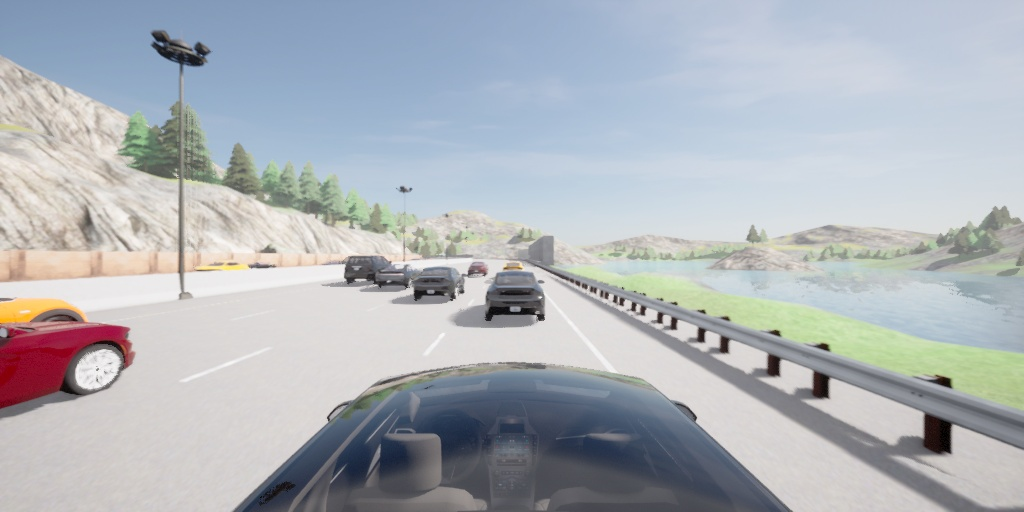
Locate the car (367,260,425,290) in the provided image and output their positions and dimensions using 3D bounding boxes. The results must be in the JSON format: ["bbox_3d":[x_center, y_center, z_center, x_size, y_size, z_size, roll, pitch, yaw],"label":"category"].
[{"bbox_3d":[-6.907,1.242,22.566,2.128,1.511,4.902,0,0,0],"label":"car"}]

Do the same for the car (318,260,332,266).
[{"bbox_3d":[-24.585,1.299,49.341,2.033,1.411,5.357,0,0,0],"label":"car"}]

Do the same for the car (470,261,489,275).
[{"bbox_3d":[-3.411,1.276,36.555,1.812,1.442,4.674,0,0,0],"label":"car"}]

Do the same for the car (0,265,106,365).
[{"bbox_3d":[-10.404,1.102,5.984,2.097,1.767,4.553,0,0,0],"label":"car"}]

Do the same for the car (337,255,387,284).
[{"bbox_3d":[-10.407,0.972,26.676,2.150,2.045,5.566,0,0,0],"label":"car"}]

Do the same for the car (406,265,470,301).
[{"bbox_3d":[-3.405,1.255,17.464,1.837,1.490,4.892,0,0,0],"label":"car"}]

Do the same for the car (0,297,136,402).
[{"bbox_3d":[-6.903,1.228,3.572,1.882,1.535,5.008,0,0,0],"label":"car"}]

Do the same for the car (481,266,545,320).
[{"bbox_3d":[0.096,1.255,12.558,1.837,1.490,4.892,0,0,0],"label":"car"}]

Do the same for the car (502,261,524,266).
[{"bbox_3d":[0.091,1.228,32.381,1.882,1.535,5.008,0,0,0],"label":"car"}]

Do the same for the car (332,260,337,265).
[{"bbox_3d":[-21.090,0.974,47.679,2.150,2.045,5.566,0,0,0],"label":"car"}]

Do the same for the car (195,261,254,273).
[{"bbox_3d":[-28.102,1.229,34.866,1.882,1.535,5.008,0,0,0],"label":"car"}]

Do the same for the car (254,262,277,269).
[{"bbox_3d":[-31.588,1.352,44.411,1.895,1.301,4.718,0,0,0],"label":"car"}]
